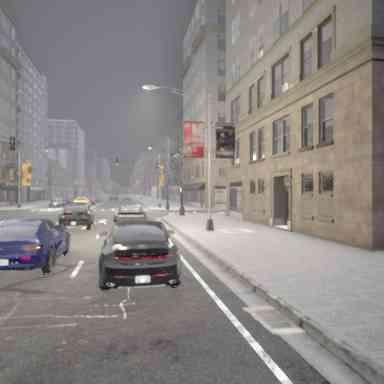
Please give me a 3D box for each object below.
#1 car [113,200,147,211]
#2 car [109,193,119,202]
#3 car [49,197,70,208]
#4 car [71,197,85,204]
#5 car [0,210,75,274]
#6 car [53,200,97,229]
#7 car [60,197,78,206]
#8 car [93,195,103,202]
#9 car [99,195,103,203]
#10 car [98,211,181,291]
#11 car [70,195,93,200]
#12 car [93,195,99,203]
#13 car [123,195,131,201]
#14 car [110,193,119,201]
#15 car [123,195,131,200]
[{"bbox_3d":[-3.748,1.495,20.226,2.128,1.511,4.902,0,0,-11],"label":"car"},{"bbox_3d":[-18.783,1.511,79.091,1.837,1.490,4.892,0,0,-11],"label":"car"},{"bbox_3d":[-19.414,1.503,48.183,2.128,1.511,4.902,0,0,-14],"label":"car"},{"bbox_3d":[-23.128,1.607,67.605,1.895,1.301,4.718,0,0,-11],"label":"car"},{"bbox_3d":[-5.008,1.526,10.262,1.812,1.442,4.674,0,0,-11],"label":"car"},{"bbox_3d":[-7.302,1.507,21.216,1.837,1.490,4.892,0,0,-14],"label":"car"},{"bbox_3d":[-21.236,1.560,57.758,2.033,1.411,5.357,0,0,-10],"label":"car"},{"bbox_3d":[-21.790,1.486,77.546,1.837,1.490,4.892,0,0,-11],"label":"car"},{"bbox_3d":[-19.825,1.565,67.656,1.994,1.385,4.181,0,0,-11],"label":"car"},{"bbox_3d":[-1.471,1.506,9.115,1.837,1.490,4.892,0,0,-11],"label":"car"},{"bbox_3d":[-16.201,1.489,48.948,1.882,1.535,5.008,0,0,-11],"label":"car"},{"bbox_3d":[-17.974,1.364,58.040,2.097,1.767,4.553,0,0,-12],"label":"car"},{"bbox_3d":[-17.599,1.487,89.817,1.882,1.535,5.008,0,0,-11],"label":"car"},{"bbox_3d":[-20.792,1.234,89.213,2.150,2.045,5.566,0,0,-11],"label":"car"},{"bbox_3d":[-15.653,1.606,80.015,1.895,1.301,4.718,0,0,-11],"label":"car"}]
